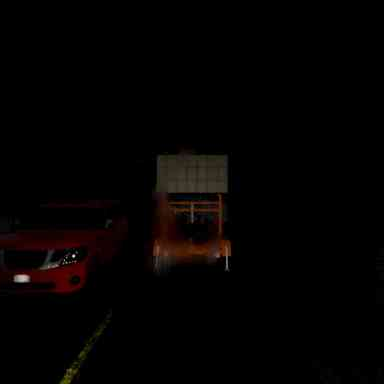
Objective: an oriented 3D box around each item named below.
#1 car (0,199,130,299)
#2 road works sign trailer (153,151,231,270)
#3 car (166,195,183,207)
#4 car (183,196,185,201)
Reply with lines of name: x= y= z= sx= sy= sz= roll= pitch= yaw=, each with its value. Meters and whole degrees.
car: x=-3.094 y=1.222 z=8.814 sx=2.150 sy=2.045 sz=5.566 roll=0 pitch=0 yaw=0
road works sign trailer: x=0.008 y=0.465 z=10.955 sx=2.380 sy=3.560 sz=2.880 roll=0 pitch=0 yaw=0
car: x=-3.048 y=1.535 z=52.569 sx=2.128 sy=1.511 sz=4.902 roll=0 pitch=0 yaw=0
car: x=-2.921 y=1.682 z=89.762 sx=1.837 sy=1.490 sz=4.892 roll=0 pitch=-1 yaw=0
